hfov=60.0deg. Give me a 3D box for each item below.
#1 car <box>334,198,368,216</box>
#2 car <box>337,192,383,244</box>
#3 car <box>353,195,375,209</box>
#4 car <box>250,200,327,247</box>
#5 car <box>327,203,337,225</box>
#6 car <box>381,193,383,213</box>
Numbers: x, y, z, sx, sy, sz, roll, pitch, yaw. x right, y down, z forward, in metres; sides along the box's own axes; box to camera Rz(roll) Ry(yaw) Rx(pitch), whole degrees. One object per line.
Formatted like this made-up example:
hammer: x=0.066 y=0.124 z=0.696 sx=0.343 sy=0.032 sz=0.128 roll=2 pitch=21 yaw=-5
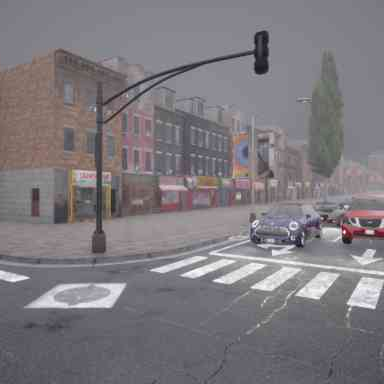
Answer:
car: x=14.721 y=1.301 z=30.647 sx=2.033 sy=1.411 sz=5.357 roll=0 pitch=1 yaw=34
car: x=8.265 y=1.152 z=14.979 sx=2.150 sy=2.045 sz=5.566 roll=0 pitch=0 yaw=33
car: x=20.392 y=1.137 z=39.277 sx=1.837 sy=1.490 sz=4.892 roll=0 pitch=1 yaw=34
car: x=4.305 y=1.298 z=14.856 sx=2.097 sy=1.767 sz=4.553 roll=0 pitch=0 yaw=33
car: x=9.031 y=1.435 z=22.043 sx=1.994 sy=1.385 sz=4.181 roll=0 pitch=1 yaw=34
car: x=19.641 y=1.059 z=32.186 sx=2.097 sy=1.767 sz=4.553 roll=0 pitch=1 yaw=34
